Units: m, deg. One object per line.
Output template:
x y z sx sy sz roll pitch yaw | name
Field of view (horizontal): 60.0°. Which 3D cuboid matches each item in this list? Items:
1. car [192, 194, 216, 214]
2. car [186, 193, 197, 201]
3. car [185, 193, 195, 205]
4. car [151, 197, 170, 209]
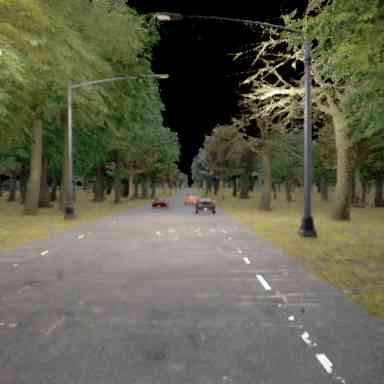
1.203 1.233 31.566 1.837 1.490 4.892 0 0 0 | car
-0.046 1.065 67.041 2.128 1.511 4.902 0 0 0 | car
-0.032 0.971 49.805 2.097 1.767 4.553 0 0 0 | car
-3.620 1.273 38.931 1.895 1.301 4.718 0 0 0 | car
